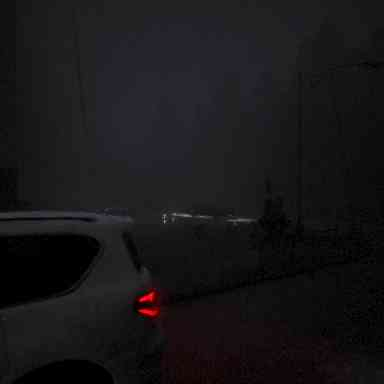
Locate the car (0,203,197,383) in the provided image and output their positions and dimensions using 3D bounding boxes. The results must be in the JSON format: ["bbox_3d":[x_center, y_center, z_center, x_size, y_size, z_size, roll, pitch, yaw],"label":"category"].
[{"bbox_3d":[-2.877,1.221,2.460,5.566,2.045,2.150,0,0,-35],"label":"car"}]

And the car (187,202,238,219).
[{"bbox_3d":[1.595,1.547,29.322,2.033,1.411,5.357,0,0,-36],"label":"car"}]

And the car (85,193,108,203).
[{"bbox_3d":[-15.272,1.226,53.027,2.150,2.045,5.566,0,0,-35],"label":"car"}]

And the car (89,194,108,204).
[{"bbox_3d":[-18.055,1.352,63.971,2.097,1.767,4.553,0,0,-35],"label":"car"}]

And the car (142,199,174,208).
[{"bbox_3d":[-3.806,1.491,36.868,2.128,1.511,4.902,0,0,-36],"label":"car"}]
